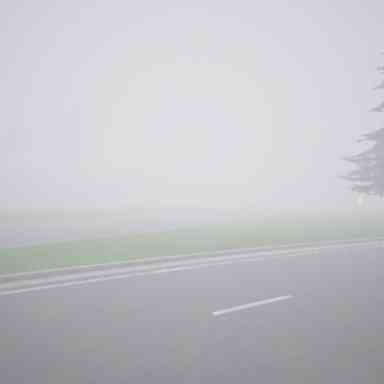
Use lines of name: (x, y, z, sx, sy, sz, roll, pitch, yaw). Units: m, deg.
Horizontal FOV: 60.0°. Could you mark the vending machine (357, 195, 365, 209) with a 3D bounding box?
vending machine: (25.161, 1.475, 49.444, 0.880, 2.100, 1.100, 0, 0, 20)
